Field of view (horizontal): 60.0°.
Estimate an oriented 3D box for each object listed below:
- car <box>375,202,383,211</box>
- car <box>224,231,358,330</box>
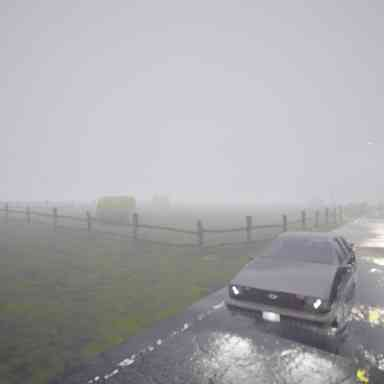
[{"bbox_3d":[30.100,2.292,52.436,1.837,1.490,4.892,0,-1,31],"label":"car"},{"bbox_3d":[2.662,1.659,7.650,2.033,1.411,5.357,0,-1,31],"label":"car"}]
